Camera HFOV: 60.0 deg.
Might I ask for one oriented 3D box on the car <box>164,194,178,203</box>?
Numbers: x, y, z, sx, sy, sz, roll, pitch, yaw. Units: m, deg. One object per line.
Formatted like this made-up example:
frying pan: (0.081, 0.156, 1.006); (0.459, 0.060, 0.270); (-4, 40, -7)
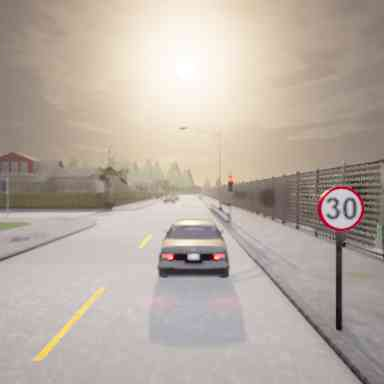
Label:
car: (-4.042, 1.341, 59.909); (1.895, 1.301, 4.718); (0, 0, 1)

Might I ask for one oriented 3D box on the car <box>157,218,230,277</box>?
car: (0.054, 1.503, 10.013); (2.033, 1.411, 5.357); (0, 0, 0)
